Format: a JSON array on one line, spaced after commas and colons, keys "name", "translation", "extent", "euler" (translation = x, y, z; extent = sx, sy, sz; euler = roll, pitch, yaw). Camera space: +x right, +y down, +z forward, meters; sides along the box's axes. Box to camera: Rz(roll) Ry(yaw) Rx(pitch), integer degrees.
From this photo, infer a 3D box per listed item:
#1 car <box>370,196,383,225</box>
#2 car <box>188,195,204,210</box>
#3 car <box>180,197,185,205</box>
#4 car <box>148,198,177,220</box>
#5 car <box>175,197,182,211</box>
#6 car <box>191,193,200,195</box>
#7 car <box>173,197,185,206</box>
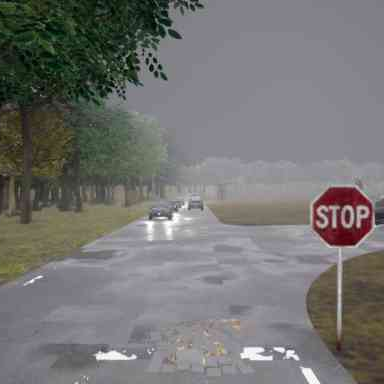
[{"name": "car", "translation": [9.305, 0.961, 16.451], "extent": [4.892, 1.490, 1.837], "euler": [-3, 1, 4]}, {"name": "car", "translation": [0.491, 1.509, 42.950], "extent": [2.128, 1.511, 4.902], "euler": [0, 0, 0]}, {"name": "car", "translation": [-2.402, 1.571, 47.931], "extent": [2.033, 1.411, 5.357], "euler": [0, 0, 0]}, {"name": "car", "translation": [-2.577, 1.509, 28.618], "extent": [1.837, 1.490, 4.892], "euler": [0, 0, 0]}, {"name": "car", "translation": [-2.491, 1.612, 37.983], "extent": [1.895, 1.301, 4.718], "euler": [0, 0, 1]}, {"name": "car", "translation": [0.687, 1.262, 66.748], "extent": [2.150, 2.045, 5.566], "euler": [0, 0, 0]}, {"name": "car", "translation": [-2.288, 1.561, 58.313], "extent": [1.812, 1.442, 4.674], "euler": [0, 0, 1]}]
